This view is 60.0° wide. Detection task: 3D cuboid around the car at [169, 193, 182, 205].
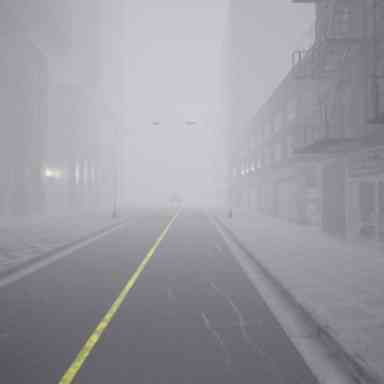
[{"bbox_3d":[-3.073,1.253,62.124,2.150,2.045,5.566,0,0,0],"label":"car"}]
